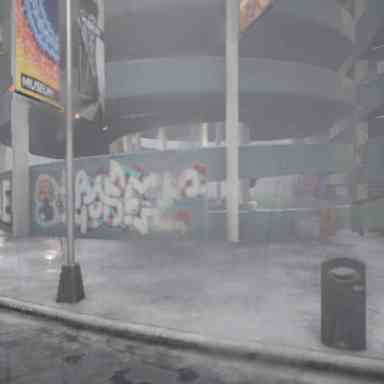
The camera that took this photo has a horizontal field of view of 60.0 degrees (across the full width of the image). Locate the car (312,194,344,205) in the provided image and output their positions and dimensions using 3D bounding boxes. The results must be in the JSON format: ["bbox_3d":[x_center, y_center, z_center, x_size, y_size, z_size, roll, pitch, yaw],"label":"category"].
[{"bbox_3d":[17.911,0.939,44.706,4.674,1.452,2.002,0,0,11],"label":"car"}]
